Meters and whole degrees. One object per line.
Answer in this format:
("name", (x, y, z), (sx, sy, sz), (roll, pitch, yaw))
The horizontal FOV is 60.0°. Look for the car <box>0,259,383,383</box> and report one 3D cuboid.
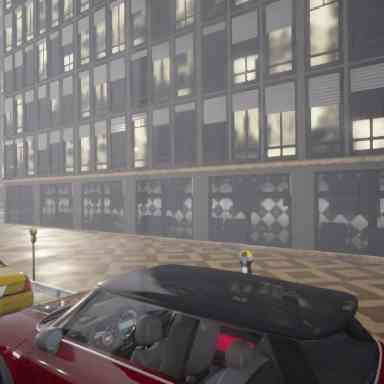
("car", (-0.326, 1.441, 3.124), (4.097, 1.590, 1.967), (0, -1, 35))
